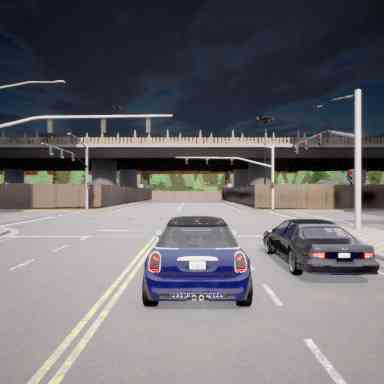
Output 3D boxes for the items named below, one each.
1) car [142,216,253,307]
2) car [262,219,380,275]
[{"bbox_3d":[0.104,1.352,8.159,2.097,1.767,4.553,0,0,0],"label":"car"},{"bbox_3d":[3.605,1.547,10.378,2.033,1.411,5.357,0,0,0],"label":"car"}]
